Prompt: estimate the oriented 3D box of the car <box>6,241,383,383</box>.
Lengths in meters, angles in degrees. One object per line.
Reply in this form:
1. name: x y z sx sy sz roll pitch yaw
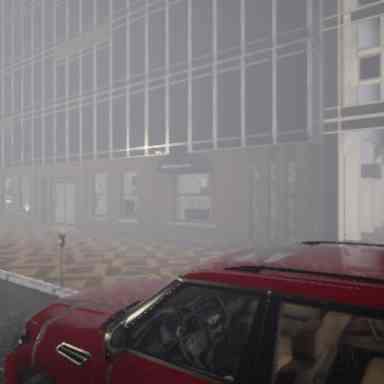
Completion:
1. car: 0.732 1.313 2.359 5.009 1.841 2.192 0 0 36
